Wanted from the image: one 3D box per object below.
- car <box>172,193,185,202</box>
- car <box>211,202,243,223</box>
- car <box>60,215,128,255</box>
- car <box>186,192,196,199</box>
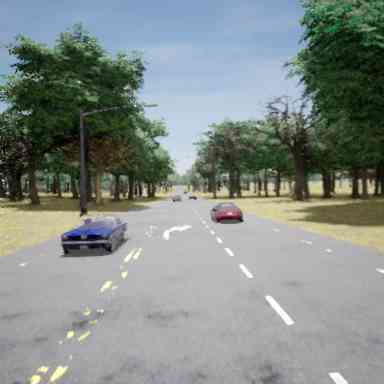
[{"bbox_3d":[-3.045,1.371,70.204,1.837,1.490,4.892,-2,0,2],"label":"car"},{"bbox_3d":[2.567,1.474,25.155,1.994,1.385,4.181,-2,0,-2],"label":"car"},{"bbox_3d":[-3.990,1.710,14.221,1.895,1.301,4.718,-2,0,-3],"label":"car"},{"bbox_3d":[0.008,1.233,87.059,1.895,1.301,4.718,-2,1,-2],"label":"car"}]
